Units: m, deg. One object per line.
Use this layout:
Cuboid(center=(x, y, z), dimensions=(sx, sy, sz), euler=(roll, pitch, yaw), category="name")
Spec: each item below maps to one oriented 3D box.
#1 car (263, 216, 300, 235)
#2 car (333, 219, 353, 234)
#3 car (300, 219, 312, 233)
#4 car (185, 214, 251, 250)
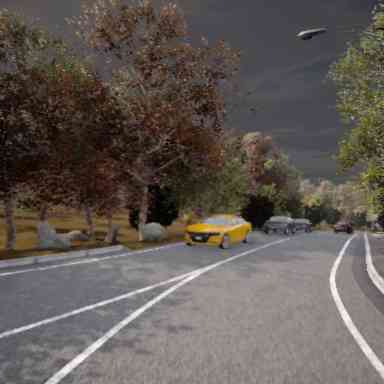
Cuboid(center=(7.454, 2.769, 28.071), dimensions=(1.837, 1.490, 4.892), euler=(1, -5, 28), category="car")
Cuboid(center=(20.289, 4.830, 45.033), dimensions=(2.128, 1.511, 4.902), euler=(1, -5, 27), category="car")
Cuboid(center=(12.336, 3.779, 37.520), dimensions=(1.837, 1.490, 4.892), euler=(1, -5, 28), category="car")
Cuboid(center=(1.447, 1.846, 16.509), dimensions=(1.882, 1.535, 5.008), euler=(1, -3, 28), category="car")
